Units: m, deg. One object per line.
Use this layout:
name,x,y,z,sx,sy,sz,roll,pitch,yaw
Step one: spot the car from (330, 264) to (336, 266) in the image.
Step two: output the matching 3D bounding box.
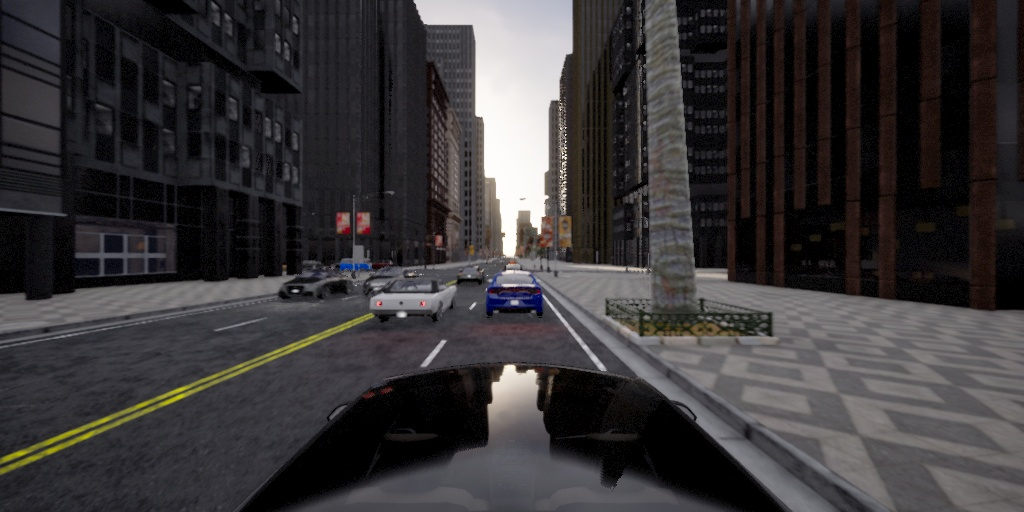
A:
car,-26.262,1.421,56.237,4.313,1.339,1.948,0,0,0

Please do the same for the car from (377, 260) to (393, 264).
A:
car,-20.639,1.345,56.217,4.097,1.591,1.967,0,0,0

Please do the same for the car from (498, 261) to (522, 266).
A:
car,0.100,1.410,27.854,1.837,1.490,4.892,0,0,0

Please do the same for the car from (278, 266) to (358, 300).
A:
car,-9.842,1.410,18.280,1.994,1.385,4.181,0,0,0

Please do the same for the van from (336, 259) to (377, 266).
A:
van,-20.669,1.258,47.691,3.998,1.789,1.690,0,0,0

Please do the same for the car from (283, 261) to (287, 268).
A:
car,-31.748,1.343,47.731,4.829,1.417,1.751,0,0,0

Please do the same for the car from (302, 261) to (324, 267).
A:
car,-31.888,1.356,56.258,4.403,1.370,2.007,0,0,0

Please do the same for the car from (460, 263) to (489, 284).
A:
car,-3.150,1.472,28.405,1.994,1.385,4.181,0,0,0

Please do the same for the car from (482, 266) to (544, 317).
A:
car,0.093,1.294,13.477,1.882,1.535,5.008,0,0,0

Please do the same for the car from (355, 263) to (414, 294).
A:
car,-6.591,1.348,19.933,2.128,1.511,4.902,0,0,0

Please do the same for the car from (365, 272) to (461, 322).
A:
car,-3.155,1.412,12.521,1.895,1.301,4.718,0,0,0
